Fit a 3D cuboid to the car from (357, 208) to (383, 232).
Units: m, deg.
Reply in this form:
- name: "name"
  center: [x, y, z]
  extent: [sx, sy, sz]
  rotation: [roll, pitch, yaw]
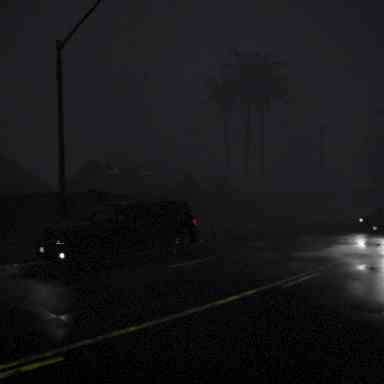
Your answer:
- name: "car"
  center: [11.436, 1.624, 19.431]
  extent: [4.718, 1.301, 1.895]
  rotation: [0, 0, -43]

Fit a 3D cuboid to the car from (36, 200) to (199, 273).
- name: "car"
  center: [-2.269, 1.313, 11.457]
  extent: [5.566, 2.045, 2.150]
  rotation: [0, -1, -41]
